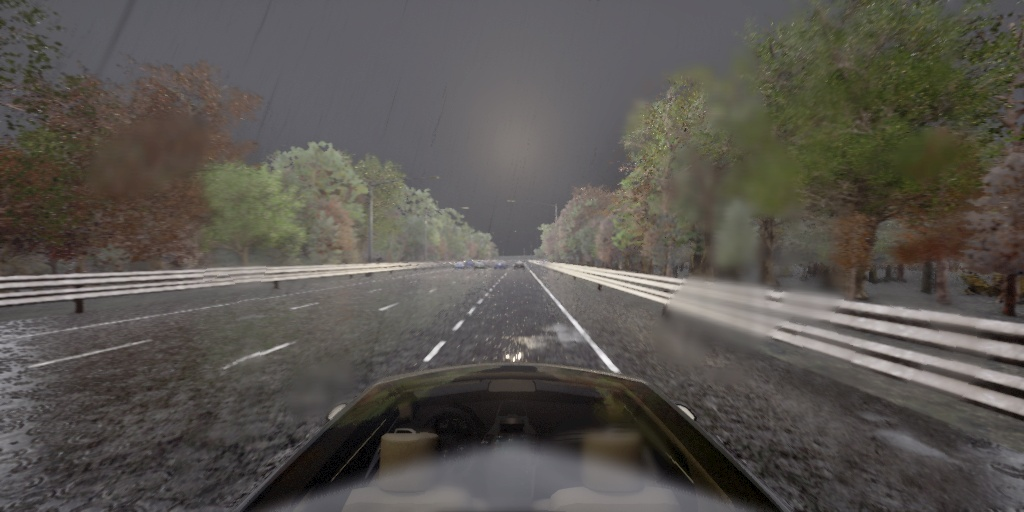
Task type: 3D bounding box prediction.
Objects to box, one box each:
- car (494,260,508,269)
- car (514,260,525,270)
[{"bbox_3d":[-2.153,1.526,65.273,2.097,1.767,4.553,0,0,1],"label":"car"},{"bbox_3d":[1.338,1.660,64.843,1.882,1.535,5.008,0,0,1],"label":"car"}]
